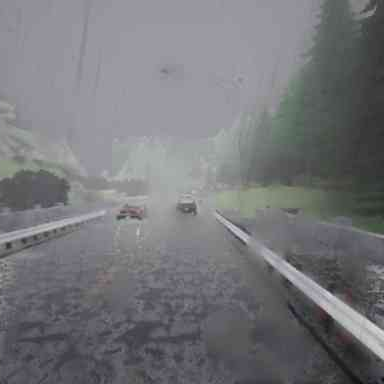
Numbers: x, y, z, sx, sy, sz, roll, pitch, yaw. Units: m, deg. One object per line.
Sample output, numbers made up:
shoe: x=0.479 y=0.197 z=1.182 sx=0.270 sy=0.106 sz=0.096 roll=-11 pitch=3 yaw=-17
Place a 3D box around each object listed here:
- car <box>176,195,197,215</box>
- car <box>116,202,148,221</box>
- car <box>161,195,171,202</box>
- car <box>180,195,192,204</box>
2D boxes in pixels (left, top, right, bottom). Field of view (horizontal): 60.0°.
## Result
car: x=-0.544 y=1.384 z=32.540 sx=1.882 sy=1.535 sz=5.008 roll=0 pitch=0 yaw=-1
car: x=-4.603 y=1.503 z=25.968 sx=1.895 sy=1.301 sz=4.718 roll=0 pitch=0 yaw=-1
car: x=-5.289 y=1.271 z=67.379 sx=2.033 sy=1.411 sz=5.357 roll=0 pitch=0 yaw=-1
car: x=-1.037 y=1.319 z=59.410 sx=2.128 sy=1.511 sz=4.902 roll=0 pitch=0 yaw=-1
